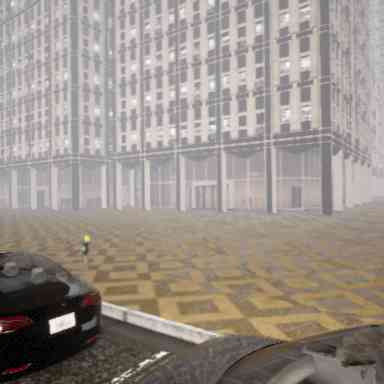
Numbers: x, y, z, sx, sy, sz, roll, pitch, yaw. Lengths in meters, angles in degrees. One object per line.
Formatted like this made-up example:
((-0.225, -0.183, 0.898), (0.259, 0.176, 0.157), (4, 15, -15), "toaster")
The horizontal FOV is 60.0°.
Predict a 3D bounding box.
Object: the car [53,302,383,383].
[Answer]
((1.346, 1.565, 1.914), (4.313, 1.339, 1.947), (-1, -1, 36), "car")

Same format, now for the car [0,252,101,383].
((-3.238, 1.622, 5.187), (4.313, 1.339, 1.947), (-1, -1, 36), "car")
